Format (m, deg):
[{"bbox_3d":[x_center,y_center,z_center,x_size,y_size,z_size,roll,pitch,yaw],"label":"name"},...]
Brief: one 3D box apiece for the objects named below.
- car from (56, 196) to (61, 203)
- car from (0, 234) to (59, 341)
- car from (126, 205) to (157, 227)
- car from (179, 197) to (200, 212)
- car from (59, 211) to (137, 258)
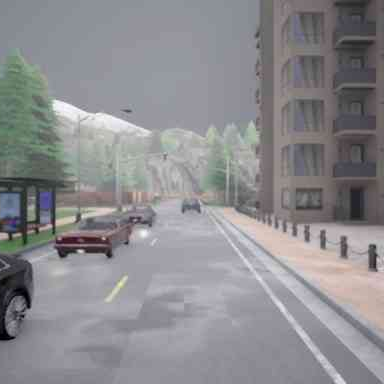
[{"bbox_3d":[-24.994,1.237,59.282,1.932,1.855,4.605,0,0,-1],"label":"car"},{"bbox_3d":[-3.590,1.497,3.721,2.128,1.511,4.902,0,0,0],"label":"car"},{"bbox_3d":[-3.562,1.595,22.981,1.994,1.385,4.181,0,0,0],"label":"car"},{"bbox_3d":[-0.285,1.403,38.894,2.097,1.767,4.553,0,0,-6],"label":"car"},{"bbox_3d":[-3.584,1.618,12.958,1.895,1.301,4.718,0,0,0],"label":"car"}]
